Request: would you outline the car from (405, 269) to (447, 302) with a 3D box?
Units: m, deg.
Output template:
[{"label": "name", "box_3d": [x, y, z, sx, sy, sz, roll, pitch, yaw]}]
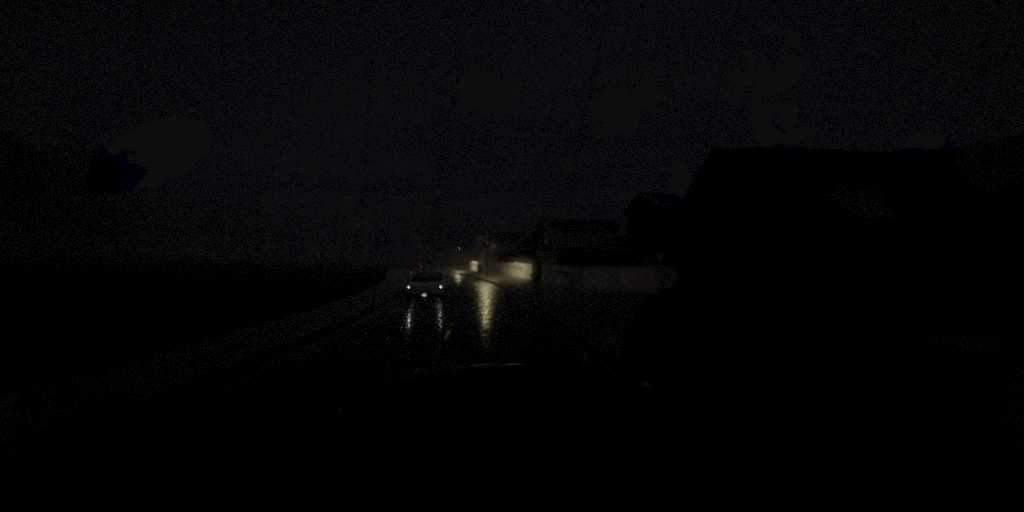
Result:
[{"label": "car", "box_3d": [-4.380, 1.527, 18.717, 1.895, 1.301, 4.718, 0, 0, -9]}]

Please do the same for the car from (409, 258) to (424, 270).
[{"label": "car", "box_3d": [-15.760, 1.383, 59.438, 2.150, 2.045, 5.566, 0, 0, -12]}]
